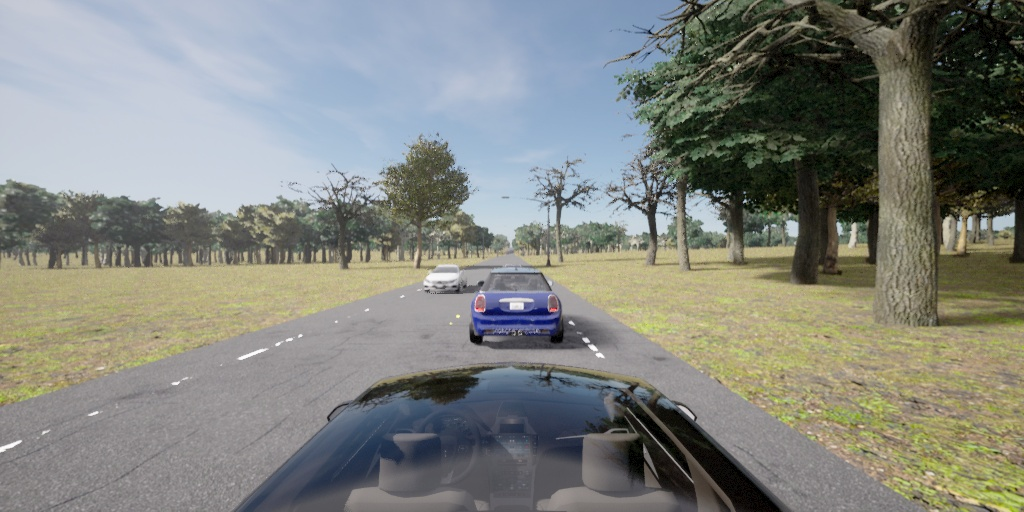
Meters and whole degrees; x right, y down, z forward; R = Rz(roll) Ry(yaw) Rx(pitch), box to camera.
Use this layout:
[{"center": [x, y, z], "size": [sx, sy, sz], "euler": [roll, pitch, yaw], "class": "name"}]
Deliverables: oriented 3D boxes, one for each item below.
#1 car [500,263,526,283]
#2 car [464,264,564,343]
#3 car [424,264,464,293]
[{"center": [0.080, 1.245, 27.882], "size": [1.895, 1.301, 4.718], "euler": [0, 0, 0], "class": "car"}, {"center": [0.092, 1.081, 9.778], "size": [2.097, 1.767, 4.553], "euler": [0, 0, 0], "class": "car"}, {"center": [-3.615, 1.209, 20.193], "size": [1.812, 1.442, 4.674], "euler": [0, 0, 0], "class": "car"}]
